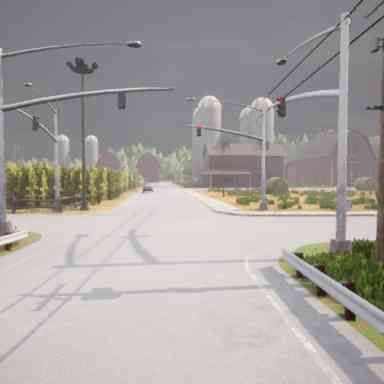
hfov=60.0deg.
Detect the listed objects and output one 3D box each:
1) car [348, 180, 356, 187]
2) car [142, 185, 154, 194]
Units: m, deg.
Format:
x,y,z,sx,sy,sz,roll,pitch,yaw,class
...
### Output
x,y,z,sx,sy,sz,roll,pitch,yaw,class
41.100,-2.077,84.169,1.905,1.878,3.866,10,10,40,car
-7.637,-0.529,57.777,1.895,1.301,4.718,0,3,-6,car
